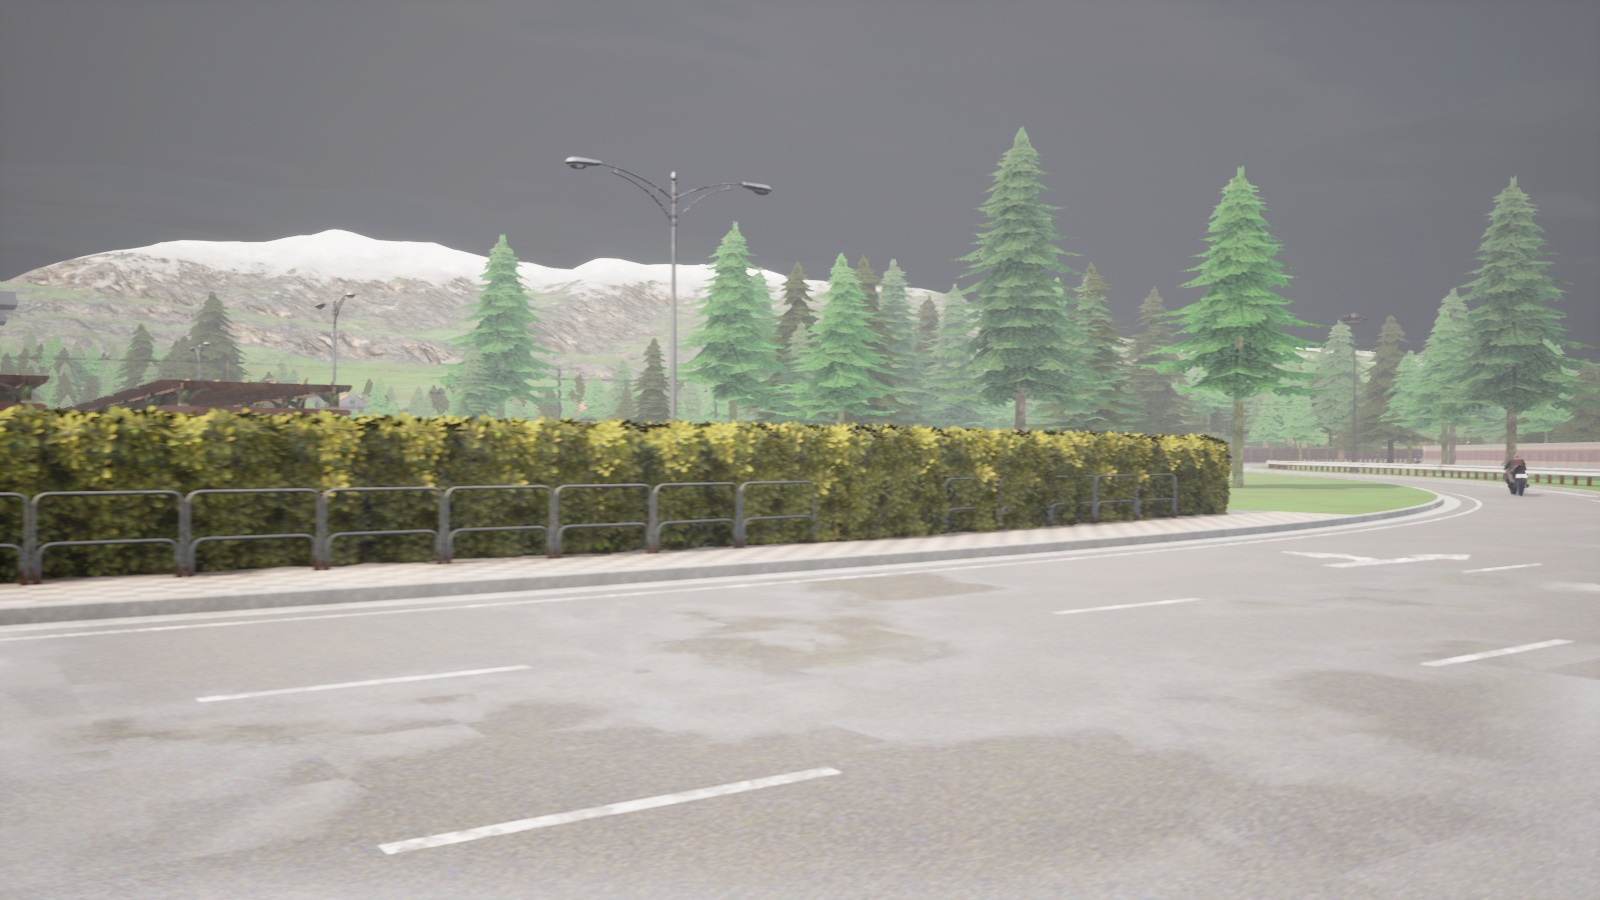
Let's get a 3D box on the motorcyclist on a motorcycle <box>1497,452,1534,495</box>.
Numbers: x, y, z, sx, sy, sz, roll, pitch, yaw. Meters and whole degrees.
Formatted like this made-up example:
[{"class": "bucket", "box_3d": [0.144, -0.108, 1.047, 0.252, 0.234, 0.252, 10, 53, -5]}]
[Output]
[{"class": "motorcyclist on a motorcycle", "box_3d": [26.095, 0.837, 45.820, 0.866, 1.530, 2.191, 0, 0, 21]}]
